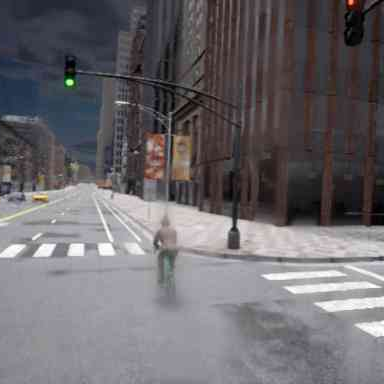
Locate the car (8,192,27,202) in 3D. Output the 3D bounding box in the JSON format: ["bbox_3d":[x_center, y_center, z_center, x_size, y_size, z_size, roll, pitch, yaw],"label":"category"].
[{"bbox_3d":[-26.020,0.710,49.641,1.812,1.442,4.674,2,0,-17],"label":"car"}]

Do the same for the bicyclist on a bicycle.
[{"bbox_3d":[-0.558,1.415,7.137,0.582,1.620,1.656,2,0,-17],"label":"bicyclist on a bicycle"}]

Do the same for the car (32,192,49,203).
[{"bbox_3d":[-22.911,0.778,50.587,1.882,1.535,5.008,2,0,-17],"label":"car"}]
